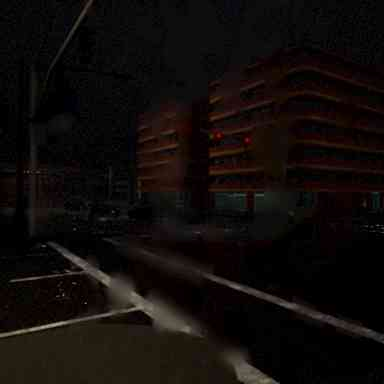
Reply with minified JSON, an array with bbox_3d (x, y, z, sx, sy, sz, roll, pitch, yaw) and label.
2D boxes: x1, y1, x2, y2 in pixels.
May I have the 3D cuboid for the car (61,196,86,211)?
[{"bbox_3d":[-14.525,1.569,41.575,1.837,1.490,4.892,1,0,-35],"label":"car"}]

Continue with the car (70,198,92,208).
[{"bbox_3d":[-17.523,1.690,52.367,1.895,1.301,4.718,1,0,-35],"label":"car"}]

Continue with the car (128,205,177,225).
[{"bbox_3d":[-3.031,1.696,25.018,1.895,1.301,4.718,1,0,-35],"label":"car"}]

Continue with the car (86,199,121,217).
[{"bbox_3d":[-8.755,1.605,33.259,1.812,1.442,4.674,1,0,-35],"label":"car"}]
